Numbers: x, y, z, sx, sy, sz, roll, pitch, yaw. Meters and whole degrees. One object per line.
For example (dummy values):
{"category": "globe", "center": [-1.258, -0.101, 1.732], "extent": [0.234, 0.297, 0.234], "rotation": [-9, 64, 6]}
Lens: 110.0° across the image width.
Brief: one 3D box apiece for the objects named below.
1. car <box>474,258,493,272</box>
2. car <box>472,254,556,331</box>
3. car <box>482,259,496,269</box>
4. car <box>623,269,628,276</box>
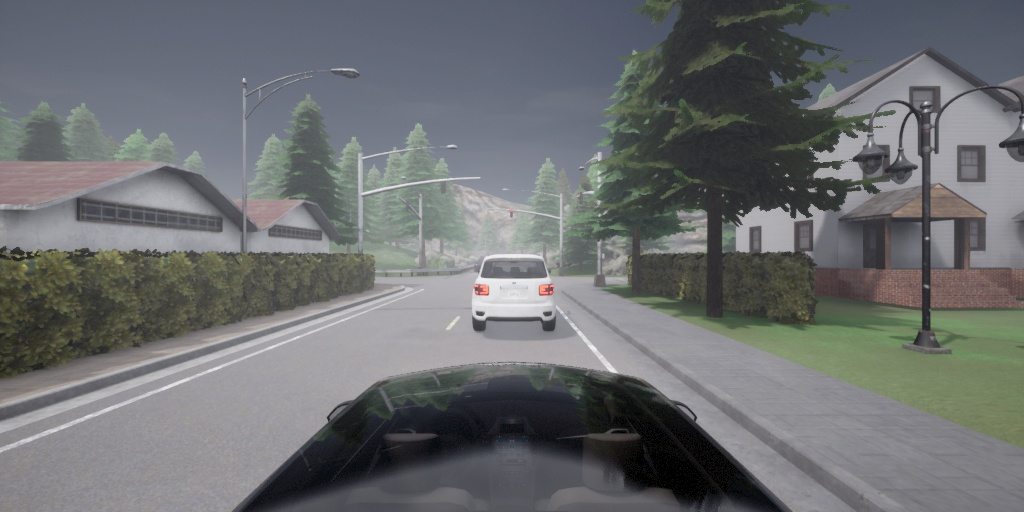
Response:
{"category": "car", "center": [-3.582, 1.101, 45.572], "extent": [2.097, 1.767, 4.553], "rotation": [0, 0, 0]}
{"category": "car", "center": [0.066, 0.971, 11.088], "extent": [2.150, 2.045, 5.566], "rotation": [0, 0, 0]}
{"category": "car", "center": [-3.571, 1.276, 56.591], "extent": [1.812, 1.442, 4.674], "rotation": [0, 1, 0]}
{"category": "car", "center": [12.510, 1.282, 31.142], "extent": [5.357, 1.411, 2.033], "rotation": [0, 0, 0]}
